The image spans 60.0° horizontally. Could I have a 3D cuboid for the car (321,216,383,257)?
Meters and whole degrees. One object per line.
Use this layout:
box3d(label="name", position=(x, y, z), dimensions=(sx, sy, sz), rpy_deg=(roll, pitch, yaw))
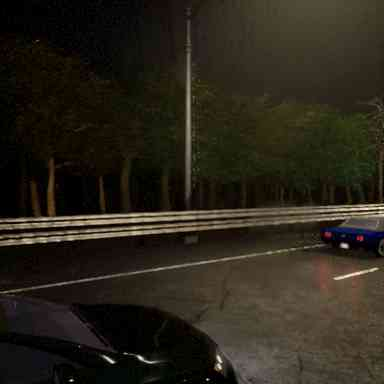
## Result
box3d(label="car", position=(7.211, 1.597, 12.913), dimensions=(4.718, 1.301, 1.895), rpy_deg=(0, 0, -34))

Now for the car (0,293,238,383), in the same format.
box3d(label="car", position=(-1.626, 1.556, 2.565), dimensions=(4.181, 1.385, 1.994), rpy_deg=(0, 0, -35))
